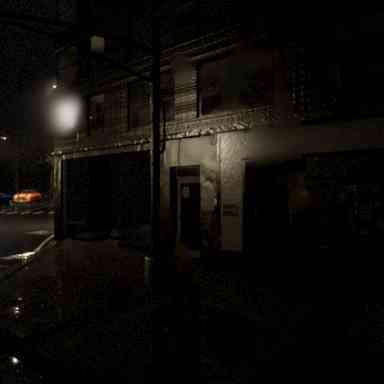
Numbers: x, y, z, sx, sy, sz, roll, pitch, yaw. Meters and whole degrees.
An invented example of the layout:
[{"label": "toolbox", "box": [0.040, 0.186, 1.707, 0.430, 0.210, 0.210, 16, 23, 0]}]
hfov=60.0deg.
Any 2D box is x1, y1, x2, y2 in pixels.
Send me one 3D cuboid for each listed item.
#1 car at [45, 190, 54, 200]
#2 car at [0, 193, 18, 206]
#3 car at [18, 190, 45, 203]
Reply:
[{"label": "car", "box": [-22.579, 0.466, 53.130, 1.882, 1.535, 5.008, 0, 1, -7]}, {"label": "car", "box": [-20.176, 0.790, 34.093, 1.882, 1.535, 5.008, 0, 1, -7]}, {"label": "car", "box": [-21.340, 0.499, 43.235, 2.097, 1.767, 4.553, 0, 1, -7]}]
